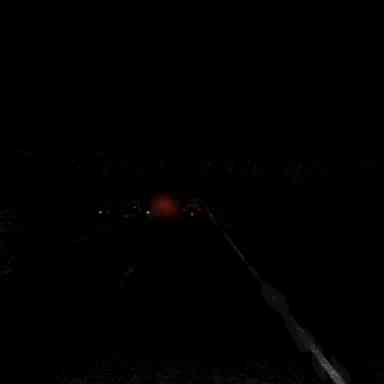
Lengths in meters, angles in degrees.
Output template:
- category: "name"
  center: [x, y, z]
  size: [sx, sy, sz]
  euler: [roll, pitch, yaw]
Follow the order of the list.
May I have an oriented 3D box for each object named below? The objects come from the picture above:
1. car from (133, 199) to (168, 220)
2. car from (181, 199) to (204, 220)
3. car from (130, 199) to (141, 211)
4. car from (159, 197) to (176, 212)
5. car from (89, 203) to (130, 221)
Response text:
- category: "car"
  center: [-3.450, 1.602, 28.500]
  size: [1.994, 1.385, 4.181]
  euler: [0, 0, 1]
- category: "car"
  center: [0.061, 1.563, 28.591]
  size: [1.812, 1.442, 4.674]
  euler: [0, 0, 1]
- category: "car"
  center: [-6.635, 1.580, 41.152]
  size: [1.812, 1.442, 4.674]
  euler: [0, 0, 2]
- category: "car"
  center: [-3.155, 1.405, 40.571]
  size: [2.097, 1.767, 4.553]
  euler: [0, 0, 2]
- category: "car"
  center: [-6.961, 1.584, 27.851]
  size: [2.033, 1.411, 5.357]
  euler: [0, 0, 1]
